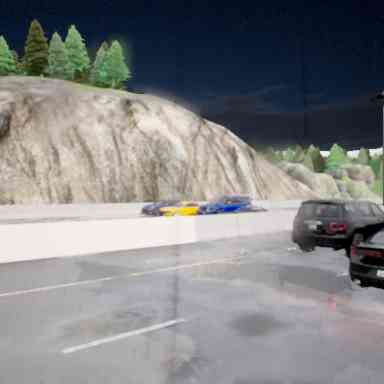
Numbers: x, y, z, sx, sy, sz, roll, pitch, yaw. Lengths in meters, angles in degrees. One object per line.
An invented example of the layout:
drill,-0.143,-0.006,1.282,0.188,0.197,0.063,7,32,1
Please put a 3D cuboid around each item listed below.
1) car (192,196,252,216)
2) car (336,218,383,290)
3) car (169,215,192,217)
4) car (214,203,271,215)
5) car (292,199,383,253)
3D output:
car,3.002,1.371,28.874,5.566,2.045,2.150,0,0,-40
car,5.855,1.535,8.323,5.008,1.535,1.882,0,0,-38
car,-0.684,1.624,30.342,5.008,1.535,1.882,0,0,-40
car,4.209,1.736,25.307,4.718,1.301,1.895,0,0,-40
car,6.209,1.302,13.076,5.566,2.045,2.150,0,0,-39
